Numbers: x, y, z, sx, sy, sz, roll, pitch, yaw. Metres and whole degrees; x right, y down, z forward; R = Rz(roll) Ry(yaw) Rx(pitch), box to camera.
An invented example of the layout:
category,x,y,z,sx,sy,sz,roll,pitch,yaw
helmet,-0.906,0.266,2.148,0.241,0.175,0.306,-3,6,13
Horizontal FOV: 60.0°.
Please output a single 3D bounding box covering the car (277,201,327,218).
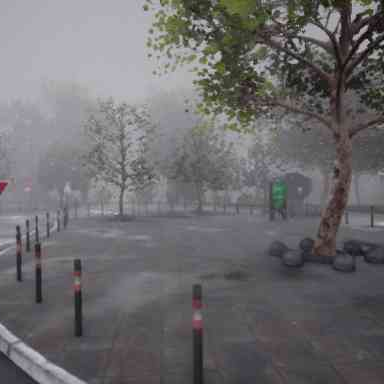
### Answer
category,x,y,z,sx,sy,sz,roll,pitch,yaw
car,9.098,1.392,27.023,1.895,1.301,4.718,0,0,-27
